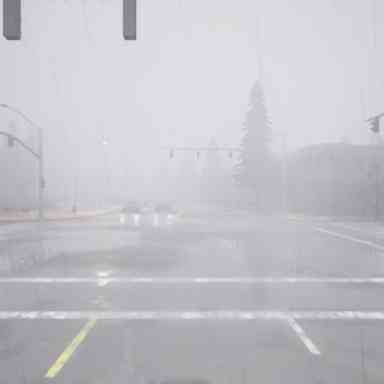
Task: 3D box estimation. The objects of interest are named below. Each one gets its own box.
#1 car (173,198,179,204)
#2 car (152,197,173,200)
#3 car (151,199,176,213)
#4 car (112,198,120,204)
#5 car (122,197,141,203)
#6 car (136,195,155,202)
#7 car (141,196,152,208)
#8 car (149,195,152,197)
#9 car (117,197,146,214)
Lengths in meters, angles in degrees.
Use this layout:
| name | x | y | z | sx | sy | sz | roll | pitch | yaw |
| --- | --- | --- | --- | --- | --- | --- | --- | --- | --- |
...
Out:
| name | x | y | z | sx | sy | sz | roll | pitch | yaw |
| --- | --- | --- | --- | --- | --- | --- | --- | --- | --- |
| car | -4.915 | 1.923 | 72.339 | 1.895 | 1.301 | 4.718 | 0 | 0 | -35 |
| car | -4.968 | 1.728 | 55.274 | 1.882 | 1.535 | 5.008 | 0 | 0 | -15 |
| car | -3.259 | 1.776 | 38.805 | 1.895 | 1.301 | 4.718 | 0 | 0 | -1 |
| car | -14.691 | 1.898 | 67.988 | 1.895 | 1.301 | 4.718 | 0 | 0 | -35 |
| car | -14.136 | 1.841 | 77.906 | 4.718 | 1.301 | 1.895 | 0 | 0 | 43 |
| car | -11.295 | 1.568 | 80.033 | 4.553 | 1.767 | 2.097 | 0 | 0 | 43 |
| car | -8.213 | 1.809 | 53.879 | 1.994 | 1.385 | 4.181 | 0 | 0 | -15 |
| car | -7.585 | 1.795 | 70.041 | 1.882 | 1.535 | 5.008 | 0 | 0 | -35 |
| car | -6.758 | 1.673 | 37.563 | 1.837 | 1.490 | 4.892 | 0 | 0 | -1 |
